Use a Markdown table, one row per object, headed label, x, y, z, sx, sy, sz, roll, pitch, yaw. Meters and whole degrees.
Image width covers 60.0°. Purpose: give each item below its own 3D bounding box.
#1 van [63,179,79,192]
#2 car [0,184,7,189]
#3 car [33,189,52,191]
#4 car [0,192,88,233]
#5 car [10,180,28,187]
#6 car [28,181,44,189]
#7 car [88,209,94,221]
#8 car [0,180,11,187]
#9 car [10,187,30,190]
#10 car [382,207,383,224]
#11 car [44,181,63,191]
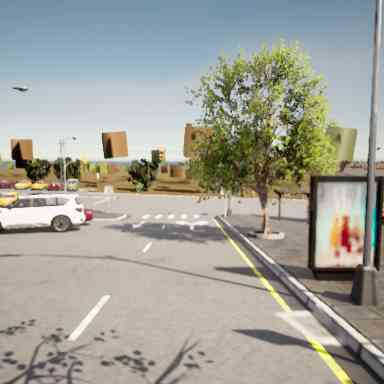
| label | x | y | z | sx | sy | sz | roll | pitch | yaw |
| --- | --- | --- | --- | --- | --- | --- | --- | --- | --- |
| van | -20.331 | -1.167 | 56.635 | 1.878 | 1.987 | 4.442 | 1 | 5 | -14 |
| car | -23.754 | 0.509 | 38.737 | 2.185 | 1.767 | 4.553 | 0 | 6 | -14 |
| car | -17.820 | 0.916 | 38.010 | 2.163 | 1.488 | 4.792 | 0 | 6 | -15 |
| car | -8.778 | 1.192 | 18.203 | 5.566 | 2.045 | 2.435 | -1 | 0 | -19 |
| car | -29.144 | -1.298 | 57.563 | 1.946 | 1.575 | 5.366 | 1 | 5 | -13 |
| car | -26.294 | -1.209 | 57.578 | 1.946 | 1.575 | 5.366 | 0 | 5 | -13 |
| car | -8.722 | 1.483 | 21.236 | 4.674 | 1.452 | 2.002 | -1 | 0 | -19 |
| car | -32.130 | -1.394 | 58.102 | 2.002 | 1.452 | 4.674 | 1 | 5 | -13 |
| car | -20.807 | 0.725 | 38.651 | 1.946 | 1.575 | 5.366 | 0 | 6 | -14 |
| car | 19.959 | 2.290 | 35.793 | 2.185 | 1.767 | 4.553 | 0 | 6 | -19 |
| car | -23.300 | -1.192 | 57.030 | 2.185 | 1.767 | 4.553 | 0 | 5 | -13 |
